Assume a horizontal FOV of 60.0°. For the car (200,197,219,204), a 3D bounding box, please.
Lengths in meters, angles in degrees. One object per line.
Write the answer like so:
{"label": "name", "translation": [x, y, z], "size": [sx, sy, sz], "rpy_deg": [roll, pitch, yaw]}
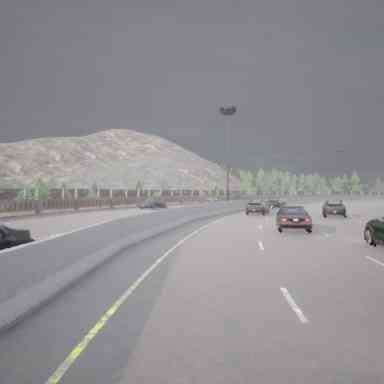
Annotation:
{"label": "car", "translation": [2.916, 1.524, 50.439], "size": [1.812, 1.442, 4.674], "rpy_deg": [0, 0, 30]}

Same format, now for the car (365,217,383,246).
{"label": "car", "translation": [8.203, 1.352, 12.335], "size": [2.097, 1.767, 4.553], "rpy_deg": [0, 0, 8]}

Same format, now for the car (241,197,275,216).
{"label": "car", "translation": [6.640, 1.491, 33.339], "size": [2.128, 1.511, 4.902], "rpy_deg": [0, 0, 21]}

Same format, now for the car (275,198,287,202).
{"label": "car", "translation": [10.921, 1.503, 42.885], "size": [1.837, 1.490, 4.892], "rpy_deg": [0, 0, 28]}

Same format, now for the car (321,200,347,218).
{"label": "car", "translation": [13.057, 1.489, 30.602], "size": [2.128, 1.511, 4.902], "rpy_deg": [0, 0, 21]}

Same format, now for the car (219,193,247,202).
{"label": "car", "translation": [6.583, 1.220, 49.862], "size": [2.150, 2.045, 5.566], "rpy_deg": [0, 0, 31]}

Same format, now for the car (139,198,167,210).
{"label": "car", "translation": [-4.951, 1.504, 42.404], "size": [1.837, 1.490, 4.892], "rpy_deg": [0, 0, 24]}

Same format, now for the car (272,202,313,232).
{"label": "car", "translation": [6.077, 1.547, 20.052], "size": [2.033, 1.411, 5.357], "rpy_deg": [0, 0, 13]}

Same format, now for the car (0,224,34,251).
{"label": "car", "translation": [-6.541, 1.547, 9.119], "size": [2.033, 1.411, 5.357], "rpy_deg": [0, 0, 5]}
